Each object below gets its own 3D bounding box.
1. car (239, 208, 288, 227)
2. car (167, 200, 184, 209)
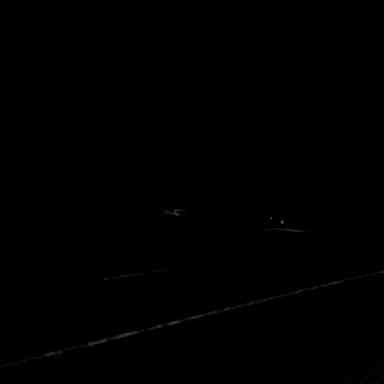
[{"bbox_3d":[5.908,2.082,27.860,2.128,1.511,4.902,3,-1,-26],"label":"car"},{"bbox_3d":[-2.499,1.846,50.283,1.895,1.301,4.718,2,1,-15],"label":"car"}]
